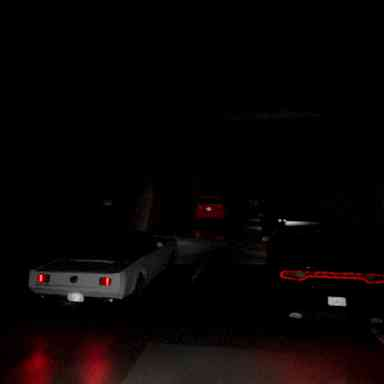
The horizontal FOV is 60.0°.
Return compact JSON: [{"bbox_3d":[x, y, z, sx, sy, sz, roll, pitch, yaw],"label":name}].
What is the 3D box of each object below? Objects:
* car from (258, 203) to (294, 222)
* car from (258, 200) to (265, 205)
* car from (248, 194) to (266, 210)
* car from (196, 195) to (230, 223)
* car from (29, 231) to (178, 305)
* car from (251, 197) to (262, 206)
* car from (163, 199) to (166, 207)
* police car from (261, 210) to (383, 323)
[{"bbox_3d":[4.542,1.527,17.214,1.837,1.490,4.892,0,0,11],"label":"car"},{"bbox_3d":[5.686,1.557,23.104,1.812,1.442,4.674,0,0,11],"label":"car"},{"bbox_3d":[8.465,1.287,43.382,2.150,2.045,5.566,0,0,12],"label":"car"},{"bbox_3d":[1.710,1.275,25.975,2.150,2.045,5.566,0,0,11],"label":"car"},{"bbox_3d":[-1.703,1.625,8.231,1.895,1.301,4.718,0,0,10],"label":"car"},{"bbox_3d":[11.075,1.611,56.955,1.812,1.442,4.674,0,0,11],"label":"car"},{"bbox_3d":[-3.554,1.611,54.951,1.882,1.535,5.008,0,0,11],"label":"car"},{"bbox_3d":[2.658,1.433,7.505,1.930,1.638,5.238,0,0,11],"label":"police car"}]
